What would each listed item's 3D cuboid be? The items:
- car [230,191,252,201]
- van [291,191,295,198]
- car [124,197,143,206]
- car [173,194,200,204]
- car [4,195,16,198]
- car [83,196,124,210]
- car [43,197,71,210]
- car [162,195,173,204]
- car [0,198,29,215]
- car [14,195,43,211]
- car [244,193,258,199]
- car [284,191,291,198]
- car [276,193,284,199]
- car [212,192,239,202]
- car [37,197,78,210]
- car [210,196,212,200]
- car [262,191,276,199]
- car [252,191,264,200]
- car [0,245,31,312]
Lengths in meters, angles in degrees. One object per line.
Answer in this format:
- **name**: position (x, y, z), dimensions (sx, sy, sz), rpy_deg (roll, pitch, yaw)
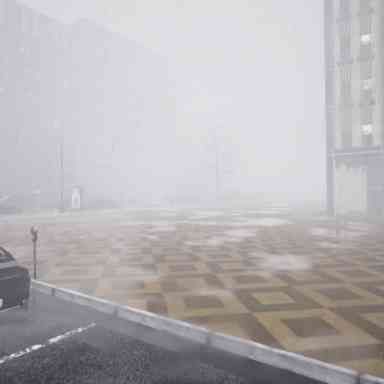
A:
- **car**: position (9.294, 1.048, 64.102), dimensions (1.887, 1.381, 4.507), rpy_deg (-1, 0, 36)
- **van**: position (25.510, 0.654, 86.480), dimensions (1.690, 1.788, 3.998), rpy_deg (-1, 0, 36)
- **car**: position (-9.331, 1.361, 48.271), dimensions (1.895, 1.301, 4.718), rpy_deg (-1, 0, 36)
- **car**: position (-0.439, 1.062, 50.675), dimensions (1.967, 1.590, 4.097), rpy_deg (-1, 0, 36)
- **car**: position (-20.613, 1.385, 32.700), dimensions (1.882, 1.535, 5.008), rpy_deg (-1, 0, 37)
- **car**: position (-10.169, 1.186, 37.248), dimensions (1.967, 1.590, 4.097), rpy_deg (-1, 0, 36)
- **car**: position (-15.044, 1.360, 40.392), dimensions (1.812, 1.442, 4.674), rpy_deg (-1, 0, 36)
- **car**: position (-3.155, 1.175, 56.707), dimensions (2.128, 1.511, 4.902), rpy_deg (-1, 0, 37)
- **car**: position (-16.655, 1.413, 28.296), dimensions (1.802, 1.307, 4.206), rpy_deg (-1, 0, 36)
- **car**: position (-20.199, 1.228, 37.691), dimensions (2.192, 1.841, 5.009), rpy_deg (-1, 0, 36)
- **car**: position (15.484, 1.040, 86.923), dimensions (1.947, 1.339, 4.313), rpy_deg (-1, 0, 36)
- **car**: position (22.269, 0.932, 82.005), dimensions (1.802, 1.307, 4.206), rpy_deg (-1, 0, 36)
- **car**: position (19.024, 0.938, 77.528), dimensions (2.008, 1.369, 4.403), rpy_deg (-1, 0, 36)
- **car**: position (6.050, 1.093, 59.626), dimensions (2.008, 1.369, 4.403), rpy_deg (-1, 0, 36)
- **car**: position (-16.952, 1.415, 42.167), dimensions (1.887, 1.381, 4.507), rpy_deg (-1, 0, 36)
- **car**: position (5.752, 1.029, 73.496), dimensions (1.967, 1.590, 4.097), rpy_deg (-1, 0, 36)
- **car**: position (15.778, 0.741, 73.053), dimensions (2.192, 1.841, 5.009), rpy_deg (-1, 0, 36)
- **car**: position (12.537, 1.046, 68.577), dimensions (1.802, 1.307, 4.206), rpy_deg (-1, 0, 36)
- **car**: position (-4.903, 1.553, 6.548), dimensions (4.403, 1.369, 2.008), rpy_deg (0, -1, 36)
